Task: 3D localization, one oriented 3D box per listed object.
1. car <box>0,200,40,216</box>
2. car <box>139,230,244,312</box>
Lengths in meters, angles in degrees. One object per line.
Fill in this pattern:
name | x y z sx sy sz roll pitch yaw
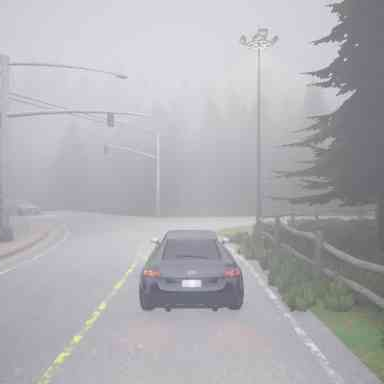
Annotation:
car | -17.064 1.526 32.839 4.674 1.442 1.812 0 0 30
car | -0.030 1.564 7.803 1.994 1.385 4.181 0 0 -1
